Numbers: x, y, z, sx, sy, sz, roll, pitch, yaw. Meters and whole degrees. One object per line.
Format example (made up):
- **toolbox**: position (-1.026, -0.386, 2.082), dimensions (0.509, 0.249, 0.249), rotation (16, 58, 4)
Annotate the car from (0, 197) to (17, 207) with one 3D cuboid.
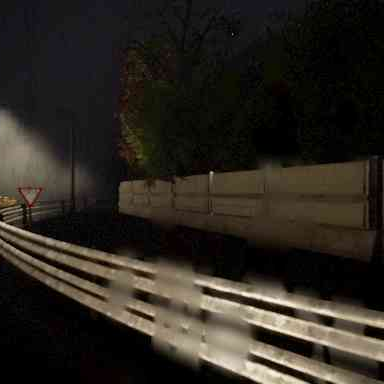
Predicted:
- **car**: position (-26.877, 1.441, 47.868), dimensions (1.882, 1.535, 5.008), rotation (0, 0, -10)
